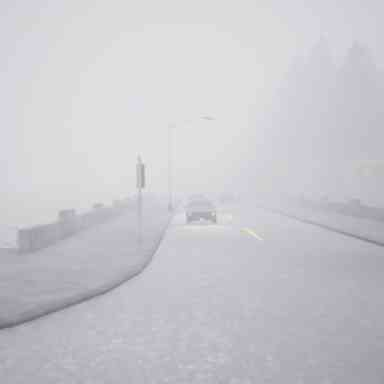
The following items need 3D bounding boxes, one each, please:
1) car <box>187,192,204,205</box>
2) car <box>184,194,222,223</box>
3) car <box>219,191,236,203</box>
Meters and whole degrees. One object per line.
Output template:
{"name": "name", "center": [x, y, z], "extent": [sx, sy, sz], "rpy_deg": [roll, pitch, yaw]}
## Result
{"name": "car", "center": [0.409, 0.769, 40.997], "extent": [1.994, 1.385, 4.181], "rpy_deg": [-1, 1, -1]}
{"name": "car", "center": [0.521, 1.124, 21.517], "extent": [2.033, 1.411, 5.357], "rpy_deg": [-1, 1, -1]}
{"name": "car", "center": [4.488, 0.652, 42.986], "extent": [1.812, 1.442, 4.674], "rpy_deg": [-1, 1, -1]}
